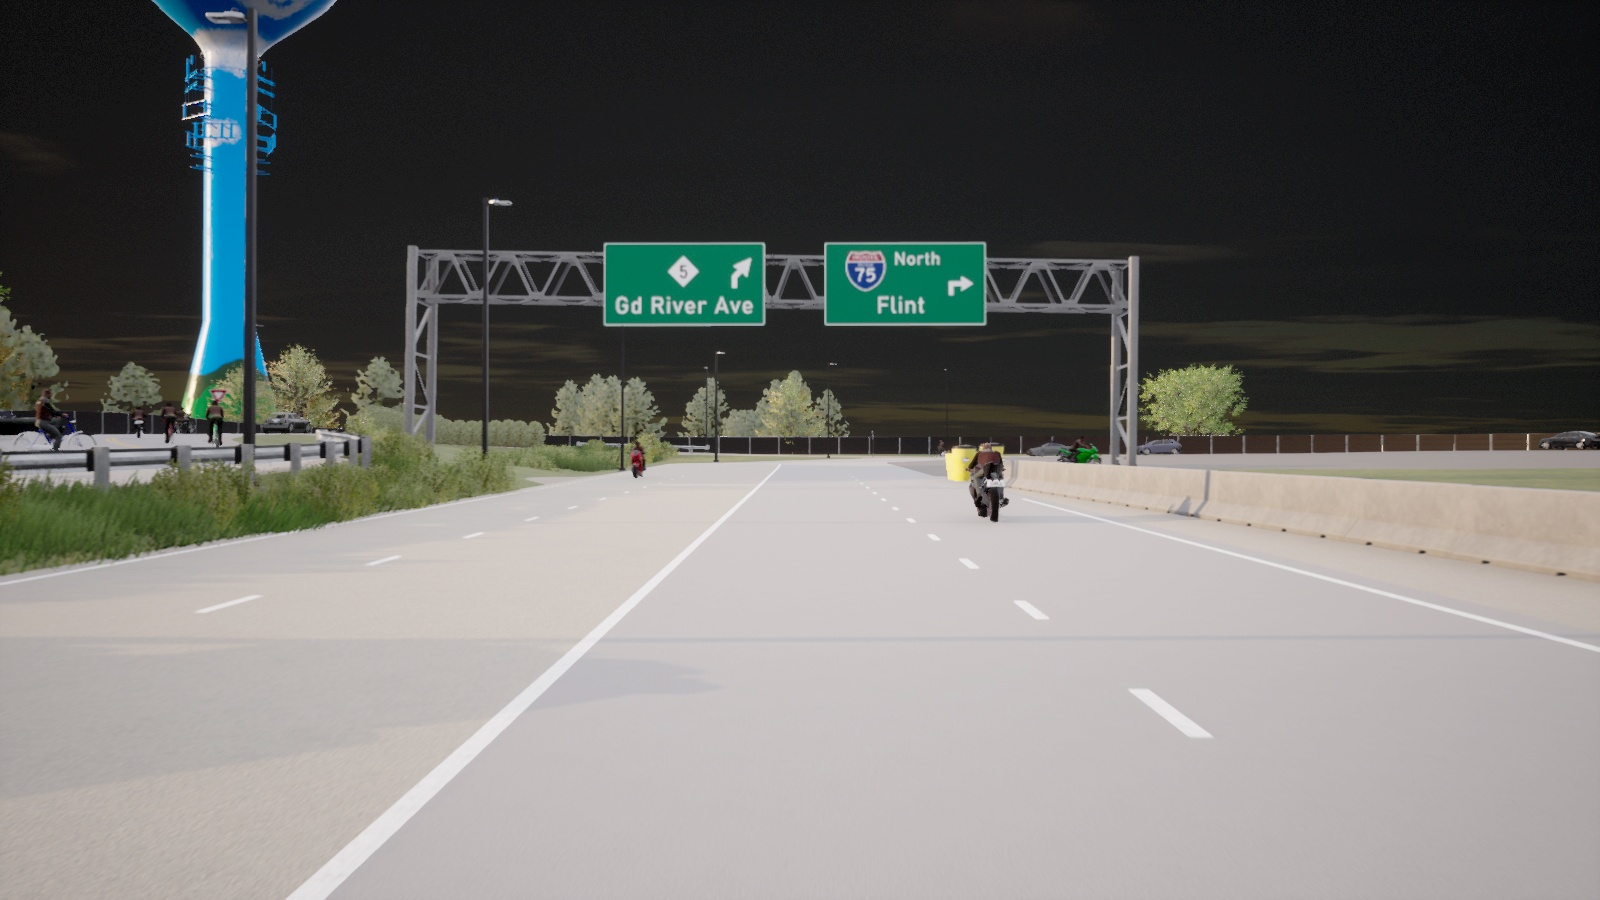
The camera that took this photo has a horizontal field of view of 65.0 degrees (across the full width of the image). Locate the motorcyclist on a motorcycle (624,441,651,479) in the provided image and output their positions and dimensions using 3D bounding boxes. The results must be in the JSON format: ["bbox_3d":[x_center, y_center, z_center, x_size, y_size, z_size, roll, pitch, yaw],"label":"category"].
[{"bbox_3d":[-6.677,0.395,51.590,0.797,1.523,2.044,0,0,1],"label":"motorcyclist on a motorcycle"}]

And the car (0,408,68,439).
[{"bbox_3d":[-34.707,-1.187,54.522,1.895,1.301,4.718,2,1,44],"label":"car"}]

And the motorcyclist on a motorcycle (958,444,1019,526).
[{"bbox_3d":[3.657,0.643,24.502,0.866,1.530,2.191,0,0,0],"label":"motorcyclist on a motorcycle"}]

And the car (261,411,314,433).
[{"bbox_3d":[-35.875,-1.967,88.004,1.970,1.475,3.806,0,1,3],"label":"car"}]

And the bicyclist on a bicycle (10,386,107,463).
[{"bbox_3d":[-17.730,-0.611,30.071,0.659,1.776,1.843,-1,1,40],"label":"bicyclist on a bicycle"}]

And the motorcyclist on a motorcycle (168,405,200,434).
[{"bbox_3d":[-36.159,-1.776,73.742,0.766,1.649,2.350,0,1,-1],"label":"motorcyclist on a motorcycle"}]

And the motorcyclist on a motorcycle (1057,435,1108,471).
[{"bbox_3d":[12.319,0.132,54.849,2.044,1.523,0.797,-1,-2,27],"label":"motorcyclist on a motorcycle"}]

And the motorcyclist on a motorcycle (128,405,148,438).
[{"bbox_3d":[-31.196,-1.360,59.156,0.797,1.523,2.044,0,1,-29],"label":"motorcyclist on a motorcycle"}]
